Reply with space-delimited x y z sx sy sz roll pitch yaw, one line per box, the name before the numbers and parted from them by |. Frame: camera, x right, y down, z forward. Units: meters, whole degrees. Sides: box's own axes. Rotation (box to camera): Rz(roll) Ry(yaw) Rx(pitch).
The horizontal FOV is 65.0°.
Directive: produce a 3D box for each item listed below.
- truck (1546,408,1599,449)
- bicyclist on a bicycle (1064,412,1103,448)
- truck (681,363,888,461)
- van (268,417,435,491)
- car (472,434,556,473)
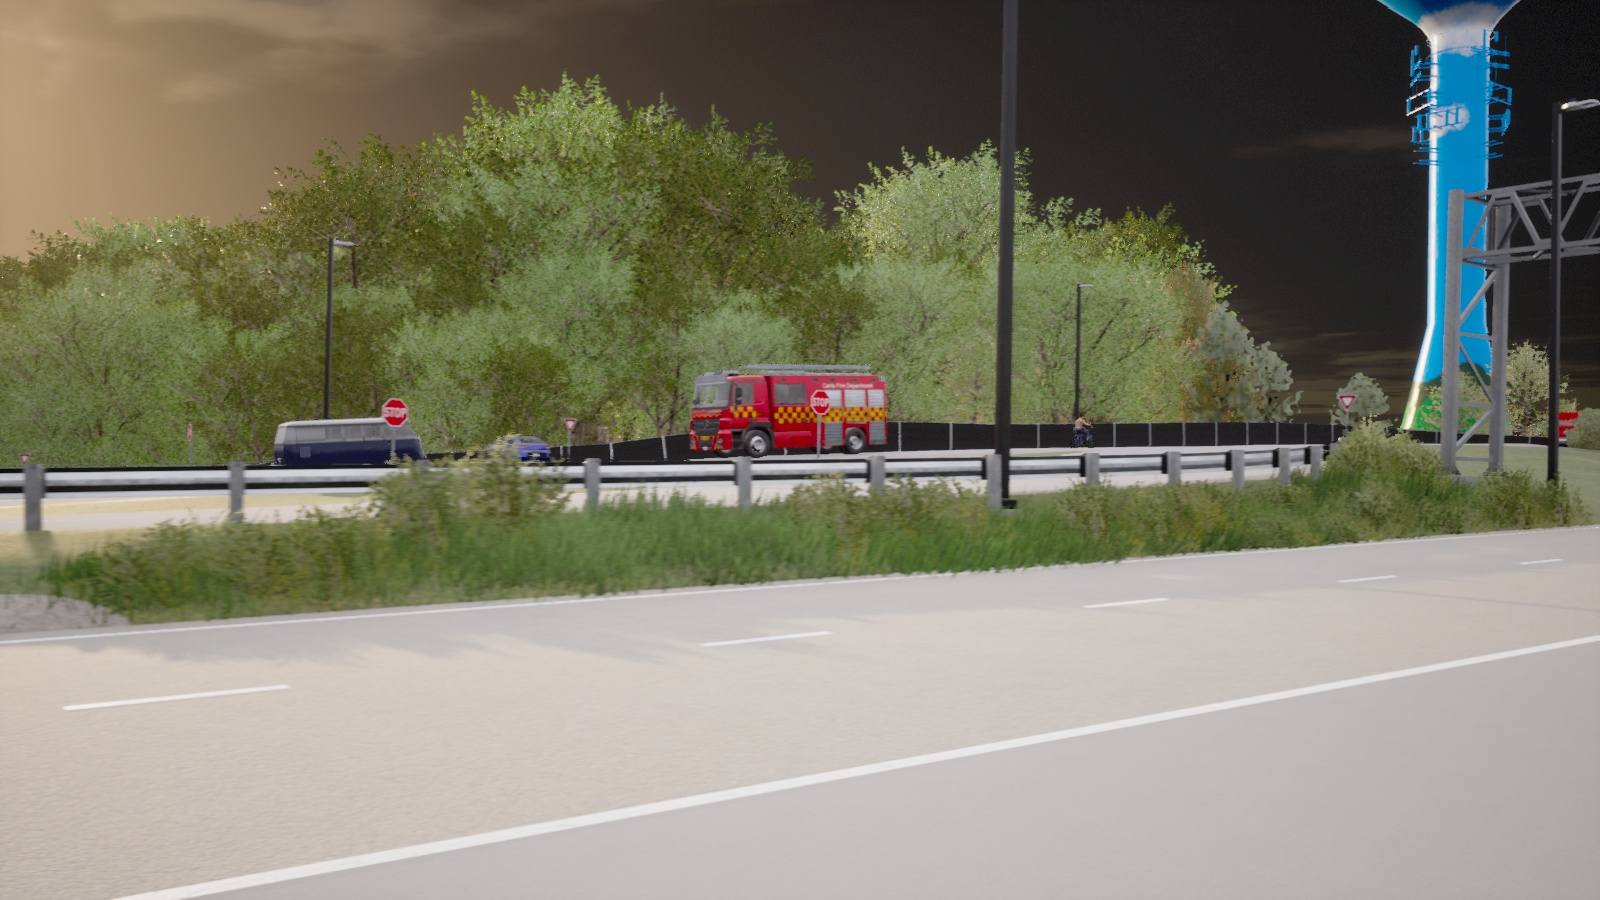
truck | 52.691 -1.394 83.718 5.204 2.467 2.627 3 -2 -27
bicyclist on a bicycle | 12.943 -0.911 57.276 1.509 1.612 0.866 -1 0 -29
truck | -0.558 -1.634 52.882 8.468 3.827 2.891 -2 1 -36
van | -13.779 0.079 38.685 4.442 1.987 1.775 -4 2 -34
car | -12.395 0.175 54.252 1.816 1.474 4.193 1 -3 -40
